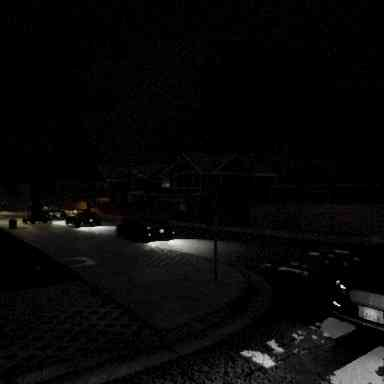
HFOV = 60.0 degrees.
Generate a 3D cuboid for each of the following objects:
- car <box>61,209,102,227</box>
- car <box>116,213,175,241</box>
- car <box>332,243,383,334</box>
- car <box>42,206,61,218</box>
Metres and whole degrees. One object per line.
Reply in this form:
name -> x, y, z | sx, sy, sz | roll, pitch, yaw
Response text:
car -> -9.143, 2.118, 27.875 | 1.994, 1.385, 4.181 | 0, -1, -37
car -> -2.740, 1.900, 18.955 | 1.994, 1.385, 4.181 | 0, -1, -36
car -> 4.584, 1.513, 6.266 | 4.902, 1.511, 2.128 | 0, -1, -36
car -> -15.279, 2.242, 36.499 | 2.128, 1.511, 4.902 | 0, -1, -35
